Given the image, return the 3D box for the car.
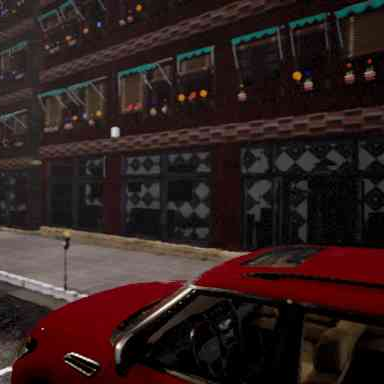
[{"bbox_3d":[0.823,1.316,2.270,5.009,1.841,2.192,0,1,36],"label":"car"}]
